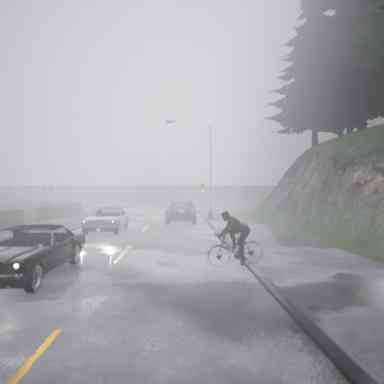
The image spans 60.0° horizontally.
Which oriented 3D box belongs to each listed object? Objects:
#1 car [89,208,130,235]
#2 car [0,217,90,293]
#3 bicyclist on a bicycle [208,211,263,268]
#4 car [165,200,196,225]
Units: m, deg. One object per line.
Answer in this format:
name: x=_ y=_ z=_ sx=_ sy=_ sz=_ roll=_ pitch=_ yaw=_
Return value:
car: x=-4.796 y=1.586 z=18.899 sx=1.895 sy=1.301 sz=4.718 roll=0 pitch=0 yaw=-2
car: x=-4.401 y=1.594 z=8.908 sx=1.895 sy=1.301 sz=4.718 roll=0 pitch=0 yaw=-2
bicyclist on a bicycle: x=1.220 y=1.381 z=9.790 sx=1.656 sy=1.620 sz=0.582 roll=-6 pitch=0 yaw=-2
car: x=-0.821 y=1.333 z=24.310 sx=2.097 sy=1.767 sz=4.553 roll=0 pitch=0 yaw=-2
